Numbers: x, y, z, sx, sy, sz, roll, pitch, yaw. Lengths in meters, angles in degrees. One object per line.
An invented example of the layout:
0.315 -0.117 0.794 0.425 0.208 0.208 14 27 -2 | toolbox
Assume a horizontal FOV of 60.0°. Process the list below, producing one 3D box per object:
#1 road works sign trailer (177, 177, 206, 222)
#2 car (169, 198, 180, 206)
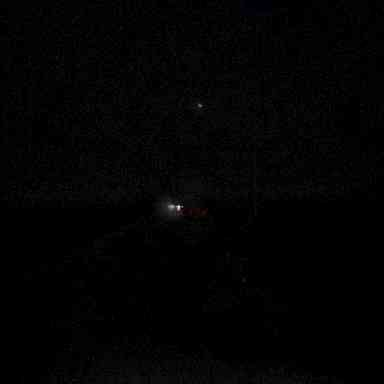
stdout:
-0.025 0.537 27.420 2.380 3.560 2.880 0 0 0 | road works sign trailer
-2.866 1.740 57.370 1.994 1.385 4.181 0 0 0 | car
